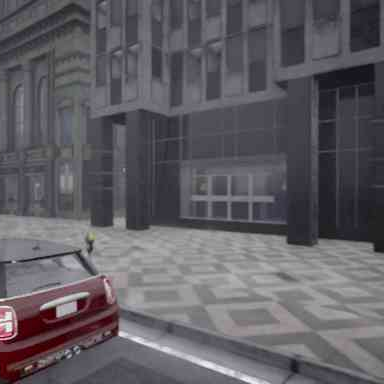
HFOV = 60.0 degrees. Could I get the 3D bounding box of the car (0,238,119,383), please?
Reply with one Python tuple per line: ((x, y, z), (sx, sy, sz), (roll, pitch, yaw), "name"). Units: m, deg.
((-3.099, 1.449, 5.170), (4.097, 1.590, 1.967), (0, 0, 35), "car")
